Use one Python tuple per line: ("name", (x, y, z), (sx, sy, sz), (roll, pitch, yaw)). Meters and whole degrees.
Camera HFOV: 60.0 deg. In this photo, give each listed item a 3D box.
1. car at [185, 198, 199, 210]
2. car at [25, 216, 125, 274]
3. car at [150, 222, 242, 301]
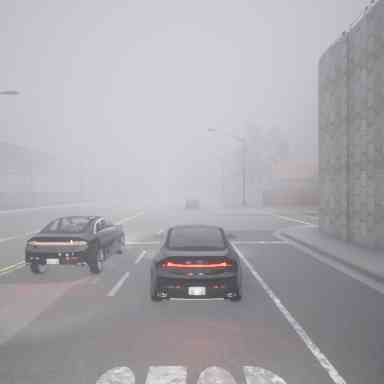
("car", (0.013, 1.492, 43.428), (2.128, 1.511, 4.902), (0, 0, 0))
("car", (-3.421, 1.492, 10.581), (2.128, 1.511, 4.902), (0, 0, 0))
("car", (0.084, 1.505, 8.311), (1.837, 1.490, 4.892), (0, 0, 0))
